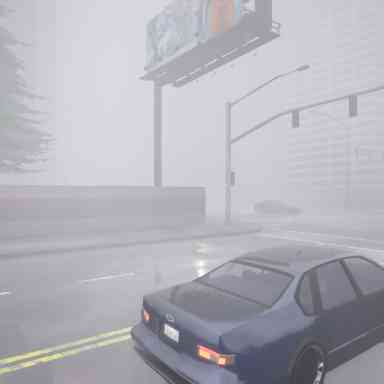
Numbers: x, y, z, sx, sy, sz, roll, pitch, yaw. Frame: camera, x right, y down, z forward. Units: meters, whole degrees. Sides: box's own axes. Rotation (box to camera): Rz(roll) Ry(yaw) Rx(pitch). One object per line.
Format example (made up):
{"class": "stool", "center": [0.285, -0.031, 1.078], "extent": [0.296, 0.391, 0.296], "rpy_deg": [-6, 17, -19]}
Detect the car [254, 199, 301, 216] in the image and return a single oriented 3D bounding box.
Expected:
{"class": "car", "center": [8.223, 1.478, 32.332], "extent": [1.882, 1.535, 5.008], "rpy_deg": [0, 0, -35]}

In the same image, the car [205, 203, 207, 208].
{"class": "car", "center": [-0.232, 1.547, 44.365], "extent": [2.033, 1.411, 5.357], "rpy_deg": [0, 0, -35]}

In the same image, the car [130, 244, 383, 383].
{"class": "car", "center": [1.796, 1.547, 5.044], "extent": [5.357, 1.411, 2.033], "rpy_deg": [0, 0, -37]}
